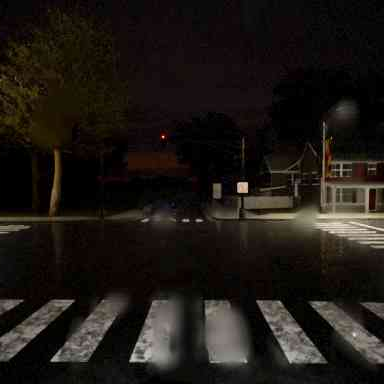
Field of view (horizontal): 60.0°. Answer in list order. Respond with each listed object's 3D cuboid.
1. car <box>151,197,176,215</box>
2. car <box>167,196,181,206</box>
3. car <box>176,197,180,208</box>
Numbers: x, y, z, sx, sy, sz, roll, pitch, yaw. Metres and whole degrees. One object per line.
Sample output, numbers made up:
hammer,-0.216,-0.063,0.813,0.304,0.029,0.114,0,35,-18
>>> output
car,-2.973,1.447,33.816,1.882,1.535,5.008,0,0,0
car,-2.889,1.484,54.747,2.033,1.411,5.357,0,0,0
car,-2.933,1.460,44.119,1.837,1.490,4.892,0,0,0
